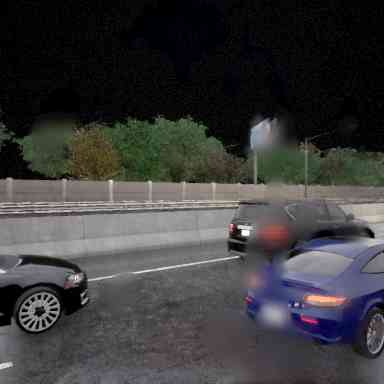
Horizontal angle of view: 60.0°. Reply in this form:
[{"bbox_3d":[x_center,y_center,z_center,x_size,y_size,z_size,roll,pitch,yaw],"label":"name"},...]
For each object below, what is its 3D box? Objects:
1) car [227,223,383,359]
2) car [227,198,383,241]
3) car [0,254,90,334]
[{"bbox_3d":[2.987,1.528,5.951,4.674,1.442,1.812,0,0,-36],"label":"car"},{"bbox_3d":[3.651,1.226,10.745,5.566,2.045,2.150,0,0,-36],"label":"car"},{"bbox_3d":[-4.117,1.491,5.097,4.902,1.511,2.128,0,0,-36],"label":"car"}]
